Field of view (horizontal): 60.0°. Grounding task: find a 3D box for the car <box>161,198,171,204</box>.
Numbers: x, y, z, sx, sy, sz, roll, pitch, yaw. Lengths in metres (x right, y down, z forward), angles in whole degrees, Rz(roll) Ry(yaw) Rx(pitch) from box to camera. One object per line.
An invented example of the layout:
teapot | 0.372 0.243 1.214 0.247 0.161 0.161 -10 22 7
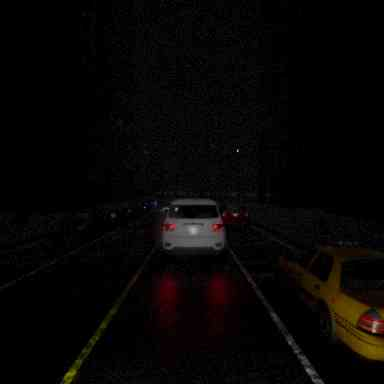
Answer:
car | -5.756 1.981 74.049 2.008 1.369 4.403 -1 0 0

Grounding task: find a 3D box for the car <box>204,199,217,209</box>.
car | 2.766 1.830 51.341 1.802 1.307 4.206 0 0 0

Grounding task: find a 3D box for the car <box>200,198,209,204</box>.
car | 2.769 1.996 74.017 1.947 1.339 4.313 -1 -1 0

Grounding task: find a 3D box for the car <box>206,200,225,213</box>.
car | 2.764 1.728 40.004 2.008 1.369 4.403 0 0 0

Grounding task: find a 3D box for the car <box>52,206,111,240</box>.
car | -5.763 1.639 17.359 1.802 1.307 4.206 0 0 0

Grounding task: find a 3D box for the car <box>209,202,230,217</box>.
car | 2.764 1.727 34.334 1.802 1.307 4.206 0 0 0

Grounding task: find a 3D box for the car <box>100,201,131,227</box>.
car | -5.763 1.523 23.026 1.967 1.590 4.097 0 0 0

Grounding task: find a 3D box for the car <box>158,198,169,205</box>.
car | -5.757 1.946 68.380 1.947 1.339 4.313 -1 0 0

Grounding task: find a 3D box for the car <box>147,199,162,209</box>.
car | -5.758 1.830 51.372 1.802 1.307 4.206 0 0 0

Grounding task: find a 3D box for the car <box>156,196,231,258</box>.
car | 0.066 1.264 13.133 2.150 2.045 5.566 0 0 0

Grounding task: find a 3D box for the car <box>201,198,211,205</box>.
car | 2.767 1.925 68.348 1.887 1.381 4.507 -1 -1 0

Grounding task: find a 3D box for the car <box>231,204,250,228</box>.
car | 2.761 1.524 22.996 1.967 1.590 4.097 0 0 0

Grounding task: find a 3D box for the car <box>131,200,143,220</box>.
car | -5.763 1.553 28.697 1.967 1.590 4.097 0 0 0

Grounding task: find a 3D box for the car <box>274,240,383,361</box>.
car | 2.761 1.542 6.158 1.752 1.417 4.829 0 0 0

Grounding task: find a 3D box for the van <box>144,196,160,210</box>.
van | -5.761 1.552 45.706 1.690 1.788 3.998 0 0 0

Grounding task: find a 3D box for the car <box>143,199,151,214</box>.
car | -5.762 1.696 34.366 2.008 1.369 4.403 0 0 0

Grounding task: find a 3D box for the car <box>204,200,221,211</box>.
car | 2.765 1.762 45.673 2.008 1.369 4.403 0 0 0

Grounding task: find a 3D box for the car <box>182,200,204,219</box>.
car | 0.086 1.604 31.213 1.882 1.535 5.008 0 0 0

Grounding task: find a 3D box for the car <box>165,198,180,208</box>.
car | -3.056 1.756 53.567 2.128 1.511 4.902 0 -1 0
